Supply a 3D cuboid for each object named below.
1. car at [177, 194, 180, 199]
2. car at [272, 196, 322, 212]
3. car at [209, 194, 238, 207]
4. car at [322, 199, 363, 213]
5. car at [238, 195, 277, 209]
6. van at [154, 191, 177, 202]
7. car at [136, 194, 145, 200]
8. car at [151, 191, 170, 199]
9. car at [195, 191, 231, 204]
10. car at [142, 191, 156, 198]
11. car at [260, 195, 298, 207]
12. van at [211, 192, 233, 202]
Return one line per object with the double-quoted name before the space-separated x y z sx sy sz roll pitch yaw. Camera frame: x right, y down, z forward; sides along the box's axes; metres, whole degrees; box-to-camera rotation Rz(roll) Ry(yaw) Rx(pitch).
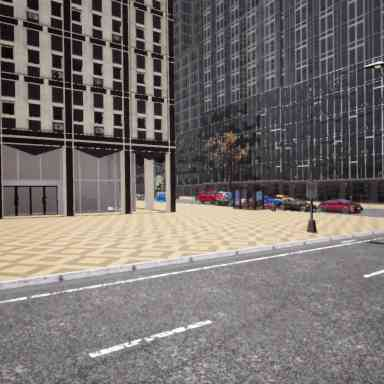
"car" -4.257 0.935 73.034 1.802 1.307 4.206 0 1 -34
"car" 11.110 1.424 35.364 1.947 1.339 4.313 0 1 -34
"car" 4.772 1.319 44.803 1.947 1.339 4.313 0 1 -34
"car" 15.197 1.408 34.181 1.994 1.385 4.181 -1 1 -34
"car" 7.924 1.388 40.073 1.802 1.307 4.206 0 1 -34
"van" -4.783 0.937 58.920 1.690 1.788 3.998 0 1 -34
"car" -11.184 1.039 68.316 2.008 1.369 4.403 0 1 -34
"car" -7.458 0.614 77.727 2.192 1.841 5.009 0 1 -34
"car" 3.315 0.873 51.634 2.150 2.045 5.566 -1 1 -34
"car" -10.658 0.685 82.426 1.967 1.590 4.097 0 1 -34
"car" 11.685 1.171 45.019 1.882 1.535 5.008 -1 1 -34
"van" 5.342 0.855 58.939 1.690 1.788 3.998 0 1 -34
